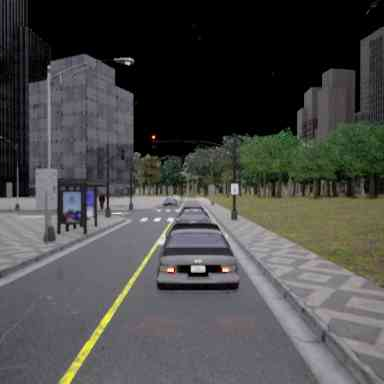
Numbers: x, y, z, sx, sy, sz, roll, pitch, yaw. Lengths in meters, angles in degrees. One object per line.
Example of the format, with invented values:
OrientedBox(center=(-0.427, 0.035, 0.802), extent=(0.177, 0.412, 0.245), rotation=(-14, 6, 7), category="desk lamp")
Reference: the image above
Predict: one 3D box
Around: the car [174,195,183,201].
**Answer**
OrientedBox(center=(-3.121, 1.325, 79.410), extent=(1.895, 1.301, 4.718), rotation=(0, 0, 0), category="car")

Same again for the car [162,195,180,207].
OrientedBox(center=(-3.123, 1.474, 48.095), extent=(1.994, 1.385, 4.181), rotation=(0, 0, 0), category="car")

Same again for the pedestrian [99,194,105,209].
OrientedBox(center=(-10.108, 1.019, 37.306), extent=(0.375, 1.860, 0.375), rotation=(0, 0, 1), category="pedestrian")

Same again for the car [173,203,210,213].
OrientedBox(center=(0.071, 1.538, 19.239), extent=(1.994, 1.385, 4.181), rotation=(0, 0, 0), category="car")

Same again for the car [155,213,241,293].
OrientedBox(center=(0.094, 1.537, 8.961), extent=(2.033, 1.411, 5.357), rotation=(0, 0, -1), category="car")

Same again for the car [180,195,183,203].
OrientedBox(center=(-3.100, 1.394, 64.447), extent=(1.812, 1.442, 4.674), rotation=(0, 0, 0), category="car")
